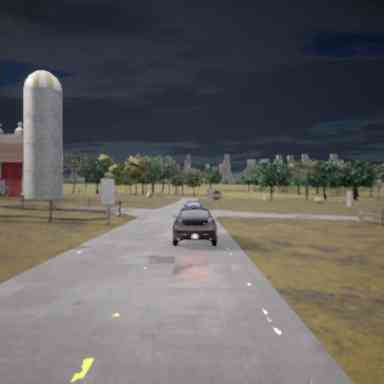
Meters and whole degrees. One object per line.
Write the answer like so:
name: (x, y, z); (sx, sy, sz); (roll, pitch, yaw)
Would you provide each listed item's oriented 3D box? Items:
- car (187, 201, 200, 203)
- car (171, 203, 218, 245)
car: (0.140, 1.531, 30.755); (1.812, 1.442, 4.674); (-1, -1, 0)
car: (0.124, 1.442, 15.084); (1.837, 1.490, 4.892); (0, 0, 0)
